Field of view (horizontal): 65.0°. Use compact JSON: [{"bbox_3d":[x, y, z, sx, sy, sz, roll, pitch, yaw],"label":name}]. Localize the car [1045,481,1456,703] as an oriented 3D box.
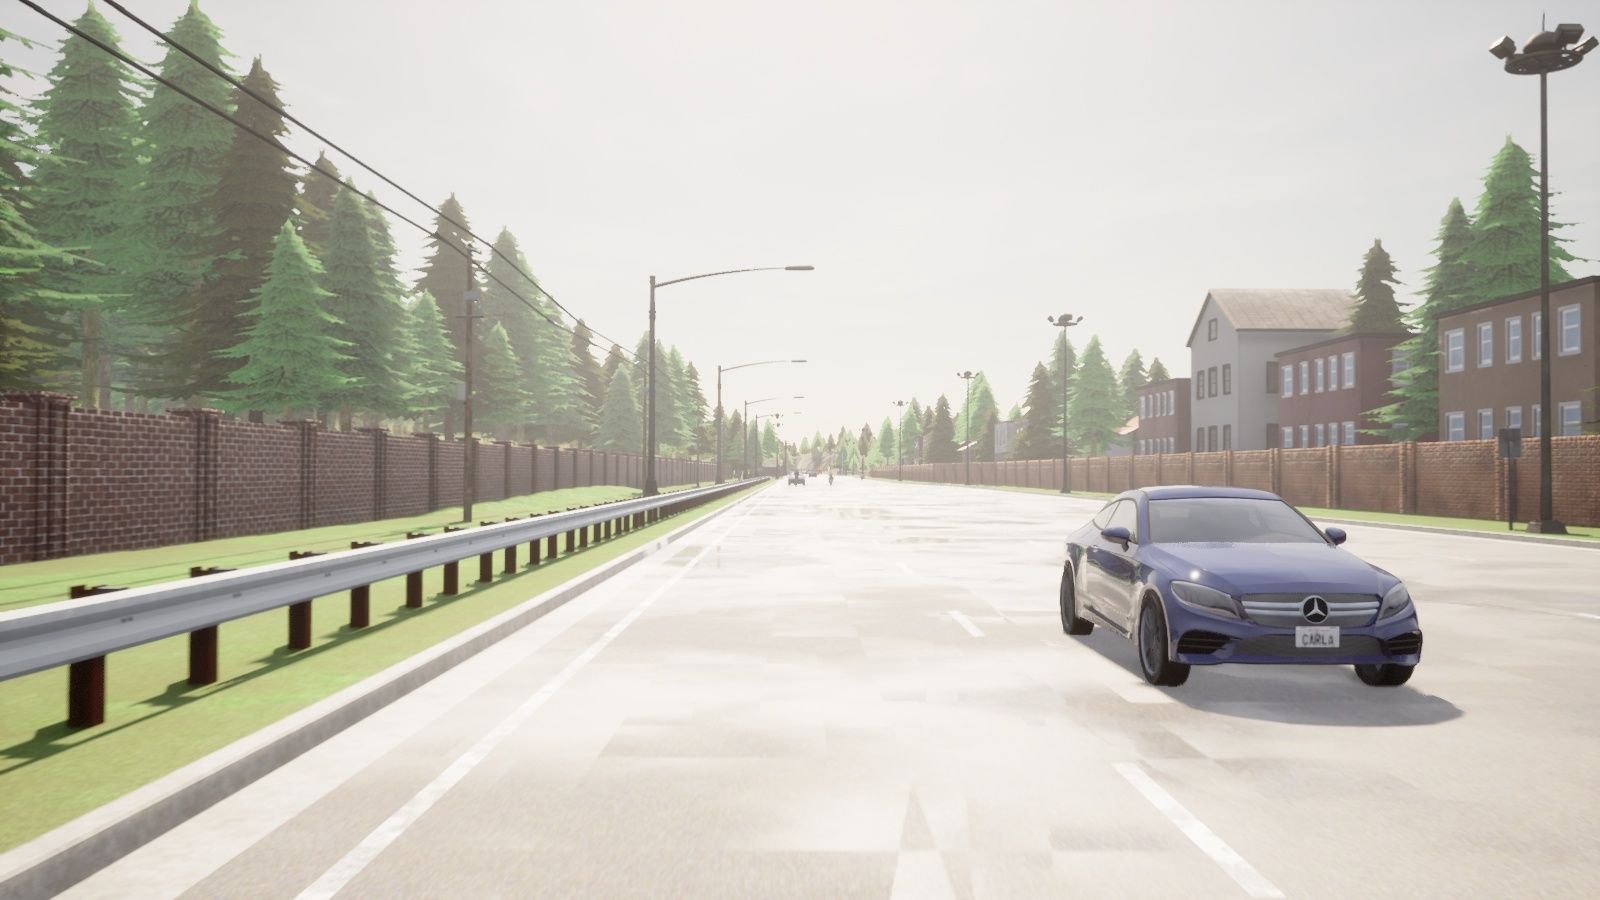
[{"bbox_3d":[3.473,1.007,10.752,1.812,1.442,4.674,0,-1,0],"label":"car"}]
